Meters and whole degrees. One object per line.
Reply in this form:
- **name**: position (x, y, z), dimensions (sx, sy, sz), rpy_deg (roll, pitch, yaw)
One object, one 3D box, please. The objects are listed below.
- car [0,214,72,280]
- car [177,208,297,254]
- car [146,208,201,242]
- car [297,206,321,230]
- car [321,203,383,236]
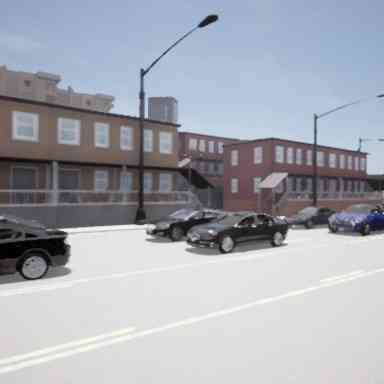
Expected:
- **car**: position (-5.726, 1.479, 8.496), dimensions (5.008, 1.535, 1.882), rpy_deg (1, 0, -33)
- **car**: position (2.018, 1.586, 14.016), dimensions (4.892, 1.490, 1.837), rpy_deg (1, 0, -36)
- **car**: position (0.045, 1.573, 16.904), dimensions (4.902, 1.511, 2.128), rpy_deg (1, 0, -35)
- **car**: position (8.296, 1.691, 22.776), dimensions (4.674, 1.442, 1.812), rpy_deg (1, 0, -35)
- **car**: position (10.120, 1.515, 19.780), dimensions (4.553, 1.767, 2.097), rpy_deg (1, 0, -35)
